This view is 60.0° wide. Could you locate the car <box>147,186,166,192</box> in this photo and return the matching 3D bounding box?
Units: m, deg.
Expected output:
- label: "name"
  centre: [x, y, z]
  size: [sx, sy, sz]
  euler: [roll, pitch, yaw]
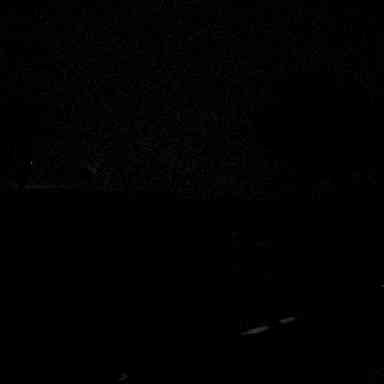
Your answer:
- label: "car"
  centre: [-7.137, -0.537, 66.925]
  size: [2.033, 1.411, 5.357]
  euler: [3, 0, -35]
